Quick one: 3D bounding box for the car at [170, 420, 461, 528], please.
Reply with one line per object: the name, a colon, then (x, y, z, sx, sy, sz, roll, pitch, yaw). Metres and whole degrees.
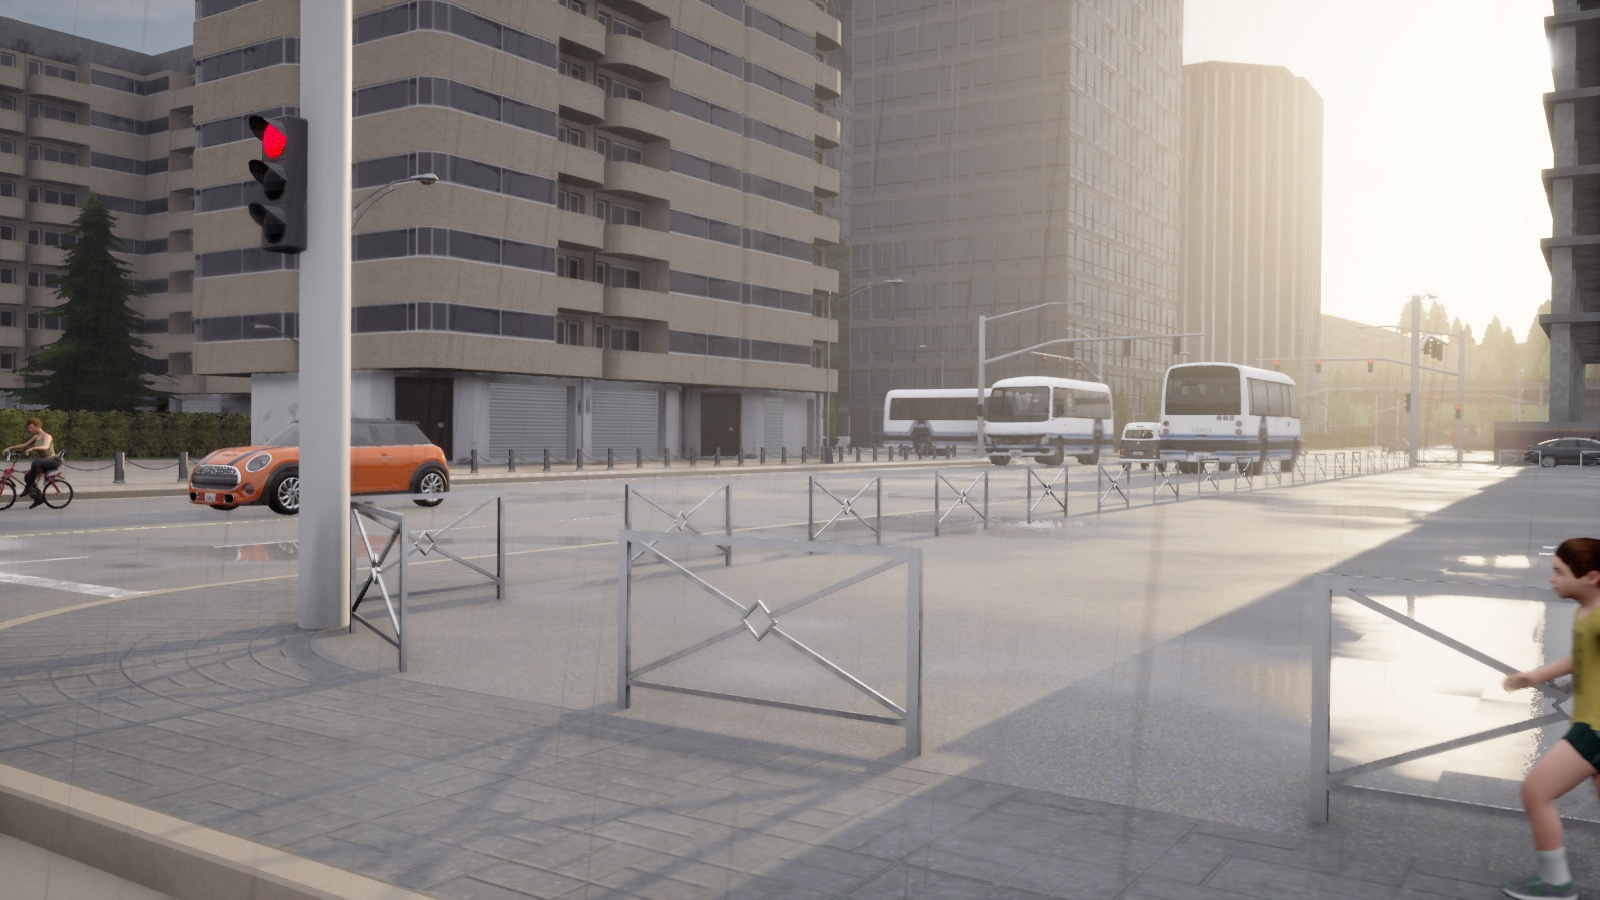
car: (-8.683, 0.356, 22.910, 2.097, 1.767, 4.553, 0, 1, 33)

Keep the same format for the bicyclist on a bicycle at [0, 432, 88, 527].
bicyclist on a bicycle: (-13.461, 0.490, 21.948, 0.866, 1.612, 1.509, 0, 1, 33)

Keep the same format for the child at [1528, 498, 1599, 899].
child: (2.291, 0.701, 3.555, 0.394, 1.110, 0.255, 0, 1, 30)

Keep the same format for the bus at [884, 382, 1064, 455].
bus: (10.688, -1.857, 77.654, 10.273, 4.253, 3.944, 0, 1, 32)

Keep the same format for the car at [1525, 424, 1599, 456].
car: (37.889, -0.490, 60.655, 4.892, 1.490, 1.837, 0, 1, 33)

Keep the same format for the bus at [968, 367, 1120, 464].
bus: (12.061, -1.585, 60.996, 3.944, 4.253, 10.273, -1, 0, 31)

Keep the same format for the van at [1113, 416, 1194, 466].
van: (15.001, -0.407, 53.198, 2.069, 2.038, 4.480, 0, 1, 33)

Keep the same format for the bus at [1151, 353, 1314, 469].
bus: (17.821, -1.504, 51.114, 3.944, 4.253, 10.273, 0, 1, 33)
